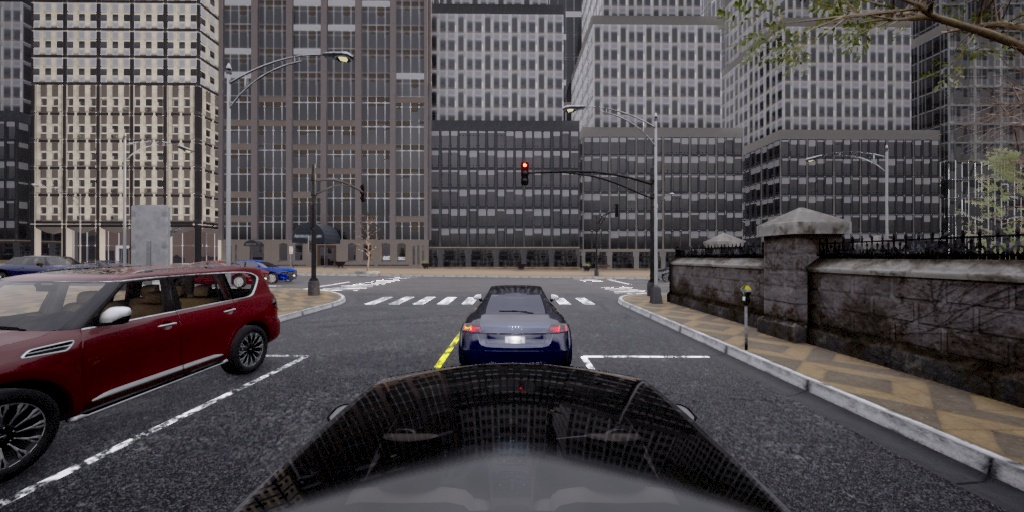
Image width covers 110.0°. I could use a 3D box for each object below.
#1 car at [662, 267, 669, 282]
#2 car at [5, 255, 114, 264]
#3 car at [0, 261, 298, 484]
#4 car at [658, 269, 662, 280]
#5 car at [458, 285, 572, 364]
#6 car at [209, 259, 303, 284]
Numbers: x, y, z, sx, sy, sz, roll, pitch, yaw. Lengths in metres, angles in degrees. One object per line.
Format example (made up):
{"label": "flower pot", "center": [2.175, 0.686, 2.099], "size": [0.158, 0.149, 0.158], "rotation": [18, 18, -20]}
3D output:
{"label": "car", "center": [14.505, 1.510, 28.110], "size": [4.181, 1.385, 1.994], "rotation": [1, 0, -1]}
{"label": "car", "center": [-26.696, 0.777, 20.918], "size": [4.553, 1.767, 2.097], "rotation": [1, 0, -1]}
{"label": "car", "center": [-5.365, 1.065, 4.735], "size": [2.192, 1.841, 5.009], "rotation": [0, 0, 0]}
{"label": "car", "center": [14.320, 1.515, 31.359], "size": [4.181, 1.385, 1.994], "rotation": [1, 0, -1]}
{"label": "car", "center": [0.086, 1.314, 7.755], "size": [1.994, 1.385, 4.181], "rotation": [0, 0, 1]}
{"label": "car", "center": [-17.258, 1.026, 24.302], "size": [5.008, 1.535, 1.882], "rotation": [1, 0, 0]}
